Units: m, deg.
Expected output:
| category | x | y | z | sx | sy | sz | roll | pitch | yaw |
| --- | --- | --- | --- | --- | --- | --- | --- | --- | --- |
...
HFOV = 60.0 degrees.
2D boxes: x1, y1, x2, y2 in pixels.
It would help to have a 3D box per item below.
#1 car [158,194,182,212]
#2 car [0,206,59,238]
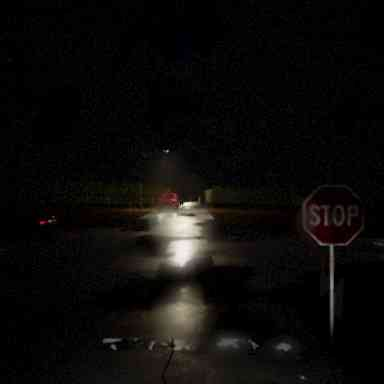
| category | x | y | z | sx | sy | sz | roll | pitch | yaw |
| --- | --- | --- | --- | --- | --- | --- | --- | --- | --- |
| car | -2.704 | 1.285 | 38.857 | 2.150 | 2.045 | 5.566 | 0 | 0 | 0 |
| car | -9.285 | 1.398 | 15.971 | 5.357 | 1.411 | 2.033 | 1 | 0 | 1 |
